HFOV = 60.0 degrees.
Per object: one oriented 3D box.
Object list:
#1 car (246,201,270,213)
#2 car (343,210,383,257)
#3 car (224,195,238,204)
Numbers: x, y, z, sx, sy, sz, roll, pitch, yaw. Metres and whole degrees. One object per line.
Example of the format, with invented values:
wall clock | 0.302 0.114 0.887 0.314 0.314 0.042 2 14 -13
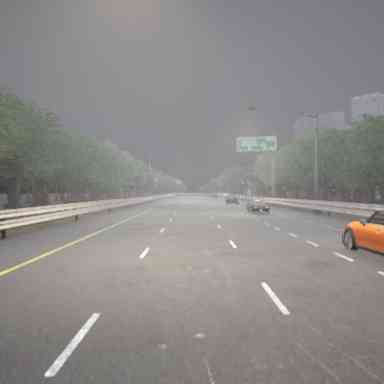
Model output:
car | 7.061 1.592 36.115 1.895 1.301 4.718 0 0 0
car | 7.004 1.354 11.298 2.097 1.767 4.553 0 0 0
car | 7.169 1.315 61.301 2.097 1.767 4.553 0 0 0
